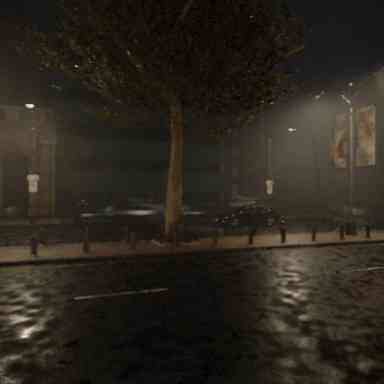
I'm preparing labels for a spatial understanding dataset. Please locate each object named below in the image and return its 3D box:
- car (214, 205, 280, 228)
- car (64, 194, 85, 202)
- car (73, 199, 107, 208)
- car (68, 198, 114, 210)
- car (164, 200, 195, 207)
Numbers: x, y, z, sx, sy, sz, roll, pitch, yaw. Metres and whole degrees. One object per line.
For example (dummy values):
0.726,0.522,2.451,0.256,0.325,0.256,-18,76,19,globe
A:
3.963,1.697,23.888,4.892,1.490,1.837,0,0,-21,car
-22.578,1.389,66.572,5.566,2.045,2.435,0,0,-21,car
-15.229,1.740,49.574,4.718,1.301,1.895,0,0,-21,car
-11.495,1.631,38.583,4.786,1.482,2.161,0,0,-21,car
-1.556,1.648,46.768,4.674,1.452,2.002,0,0,-21,car
